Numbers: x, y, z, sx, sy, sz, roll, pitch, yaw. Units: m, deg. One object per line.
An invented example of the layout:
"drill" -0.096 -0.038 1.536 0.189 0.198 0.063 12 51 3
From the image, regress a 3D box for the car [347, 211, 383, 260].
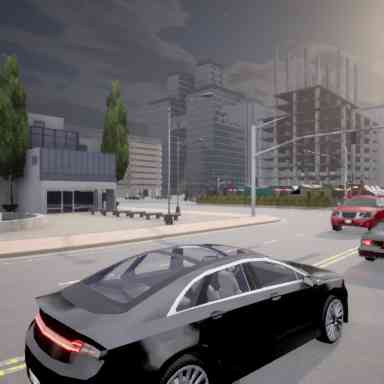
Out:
"car" 7.324 1.547 11.326 2.033 1.411 5.357 0 0 43

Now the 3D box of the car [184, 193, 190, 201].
"car" -0.175 1.156 76.525 1.905 1.878 3.866 0 0 43

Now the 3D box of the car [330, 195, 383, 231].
"car" 10.160 1.218 19.740 2.150 2.045 5.566 0 0 42

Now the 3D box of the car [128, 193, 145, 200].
"car" -14.426 1.156 90.016 1.905 1.878 3.866 0 0 43

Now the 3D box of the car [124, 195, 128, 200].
"car" -16.487 1.153 92.049 1.932 1.855 4.605 0 0 43

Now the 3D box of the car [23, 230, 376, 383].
"car" 0.401 1.492 4.617 4.902 1.511 2.128 0 0 -41

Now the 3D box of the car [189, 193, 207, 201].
"car" 1.916 1.395 74.523 1.970 1.475 3.806 0 0 43
